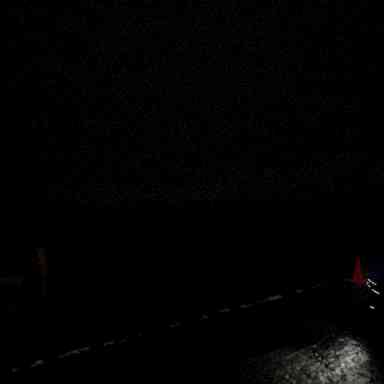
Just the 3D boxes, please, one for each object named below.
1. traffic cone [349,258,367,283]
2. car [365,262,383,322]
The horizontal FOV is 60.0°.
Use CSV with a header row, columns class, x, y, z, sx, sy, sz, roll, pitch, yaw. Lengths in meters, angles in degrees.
class,x,y,z,sx,sy,sz,roll,pitch,yaw
traffic cone,4.188,1.947,8.364,0.340,0.580,0.340,0,0,-34
car,5.179,1.468,6.117,5.008,1.535,1.882,0,0,-34
